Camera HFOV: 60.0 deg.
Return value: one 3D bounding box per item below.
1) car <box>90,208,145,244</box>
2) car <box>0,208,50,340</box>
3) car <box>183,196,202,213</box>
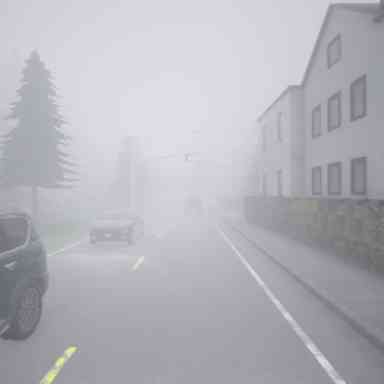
[{"bbox_3d":[-3.553,1.596,16.560,1.882,1.535,5.008,0,-1,1],"label":"car"},{"bbox_3d":[-3.596,1.252,3.693,2.150,2.045,5.566,0,-1,0],"label":"car"},{"bbox_3d":[0.095,1.515,41.323,2.150,2.045,5.566,0,0,-2],"label":"car"}]
